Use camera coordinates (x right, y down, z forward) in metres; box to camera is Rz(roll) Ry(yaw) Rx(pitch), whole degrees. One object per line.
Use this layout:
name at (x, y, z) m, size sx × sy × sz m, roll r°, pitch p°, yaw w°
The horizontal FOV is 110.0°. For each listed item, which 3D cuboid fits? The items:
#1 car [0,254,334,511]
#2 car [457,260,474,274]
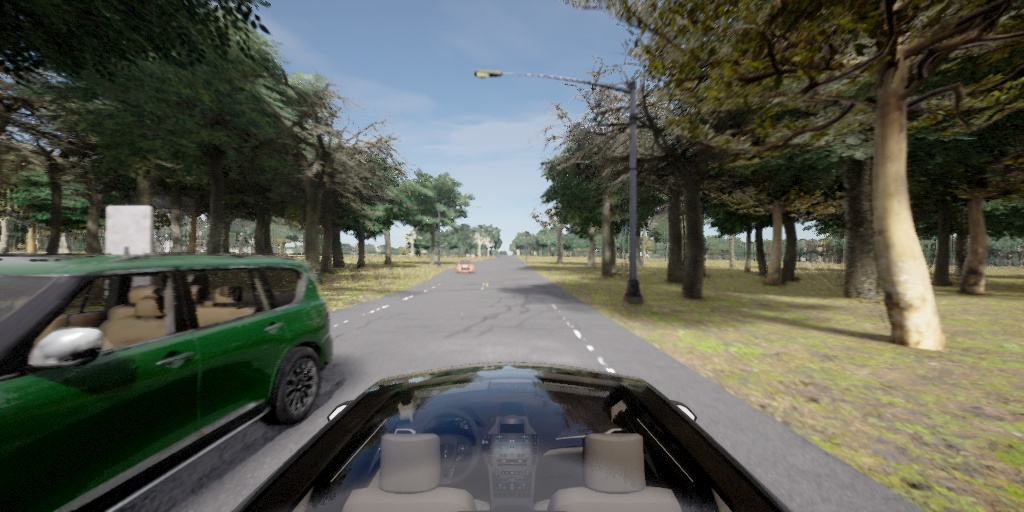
car at (-3.601, 0.984, 2.835) m, size 2.150 × 2.045 × 5.566 m, roll 0°, pitch -1°, yaw 0°
car at (-5.893, 1.284, 45.571) m, size 2.097 × 1.767 × 4.553 m, roll 0°, pitch 0°, yaw -6°
